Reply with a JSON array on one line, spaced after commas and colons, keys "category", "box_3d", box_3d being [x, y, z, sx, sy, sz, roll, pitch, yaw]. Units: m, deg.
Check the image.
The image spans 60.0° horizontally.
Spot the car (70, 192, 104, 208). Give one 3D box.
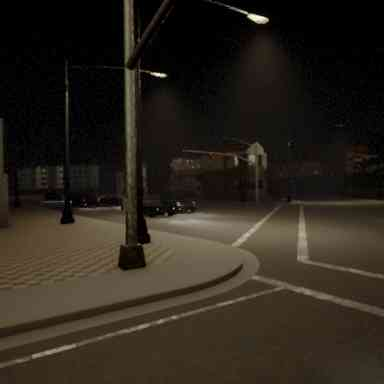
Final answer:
[{"category": "car", "box_3d": [-12.714, 0.898, 39.993, 2.097, 1.767, 4.553, -1, 2, -36]}]

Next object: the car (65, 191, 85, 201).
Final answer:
[{"category": "car", "box_3d": [-19.583, 0.618, 55.527, 1.994, 1.385, 4.181, -1, 2, -36]}]

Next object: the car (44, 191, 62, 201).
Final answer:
[{"category": "car", "box_3d": [-22.273, 0.621, 53.266, 1.837, 1.490, 4.892, -1, 2, -36]}]

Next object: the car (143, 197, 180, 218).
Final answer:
[{"category": "car", "box_3d": [-3.256, 1.342, 26.906, 1.895, 1.301, 4.718, -1, 1, -36]}]

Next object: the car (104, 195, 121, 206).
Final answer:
[{"category": "car", "box_3d": [-10.101, 1.082, 42.360, 1.895, 1.301, 4.718, -1, 2, -36]}]

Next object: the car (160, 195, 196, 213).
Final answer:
[{"category": "car", "box_3d": [-1.569, 1.025, 30.538, 2.097, 1.767, 4.553, -1, 1, -36]}]
